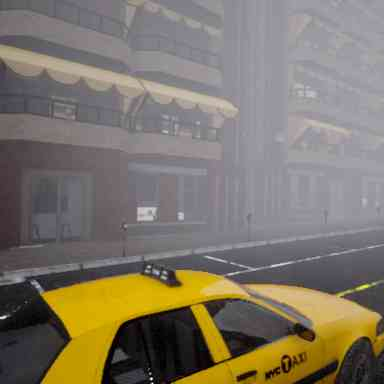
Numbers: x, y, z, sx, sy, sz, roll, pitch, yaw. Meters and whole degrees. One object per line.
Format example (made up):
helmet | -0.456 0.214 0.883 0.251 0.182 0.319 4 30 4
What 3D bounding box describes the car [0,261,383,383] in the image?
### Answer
car | -0.061 1.456 3.237 5.366 1.575 1.801 0 0 -35
